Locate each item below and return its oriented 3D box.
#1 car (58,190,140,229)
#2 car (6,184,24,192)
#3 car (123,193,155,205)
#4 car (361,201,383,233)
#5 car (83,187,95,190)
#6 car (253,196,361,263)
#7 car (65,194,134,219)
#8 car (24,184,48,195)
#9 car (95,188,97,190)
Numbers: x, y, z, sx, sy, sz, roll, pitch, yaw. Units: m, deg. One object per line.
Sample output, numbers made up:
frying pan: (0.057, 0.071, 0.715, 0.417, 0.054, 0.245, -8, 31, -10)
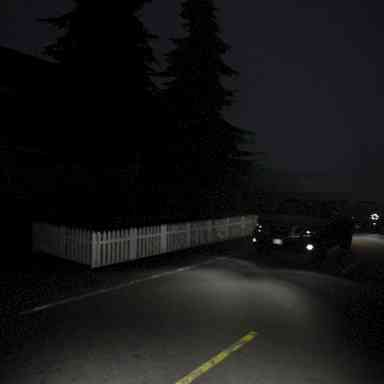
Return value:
car: (-5.056, 0.979, 18.143, 1.905, 1.878, 3.866, 2, 1, 38)
car: (-41.374, -0.980, 77.067, 3.866, 1.878, 1.905, 2, 1, 38)
car: (-6.614, 0.846, 42.202, 1.994, 1.385, 4.181, 2, 1, 24)
car: (10.625, 1.366, 20.284, 2.097, 1.767, 4.553, 2, 1, 39)
car: (-23.079, -0.210, 71.053, 3.633, 1.501, 1.845, 2, 1, 38)
car: (4.385, 1.198, 12.457, 2.150, 2.045, 5.566, 2, 1, 39)
car: (-6.853, 1.004, 25.047, 2.242, 1.667, 4.611, 2, 1, 38)
car: (-29.259, -0.267, 63.200, 4.514, 1.523, 2.007, 2, 1, 38)
car: (-24.364, -0.409, 87.269, 3.806, 1.475, 1.970, 2, 1, 38)
